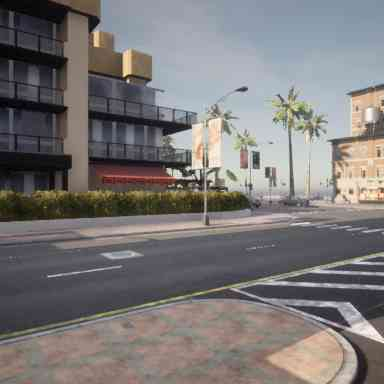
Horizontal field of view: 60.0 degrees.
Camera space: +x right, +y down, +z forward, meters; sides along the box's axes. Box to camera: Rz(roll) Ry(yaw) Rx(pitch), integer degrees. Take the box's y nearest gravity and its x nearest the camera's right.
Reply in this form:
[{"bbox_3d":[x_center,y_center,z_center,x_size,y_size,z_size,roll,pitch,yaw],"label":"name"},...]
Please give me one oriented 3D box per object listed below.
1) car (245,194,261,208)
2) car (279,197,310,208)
[{"bbox_3d":[7.433,1.221,48.093,2.150,2.045,5.566,0,0,-35],"label":"car"},{"bbox_3d":[15.184,1.491,49.565,2.128,1.511,4.902,0,0,-35],"label":"car"}]
